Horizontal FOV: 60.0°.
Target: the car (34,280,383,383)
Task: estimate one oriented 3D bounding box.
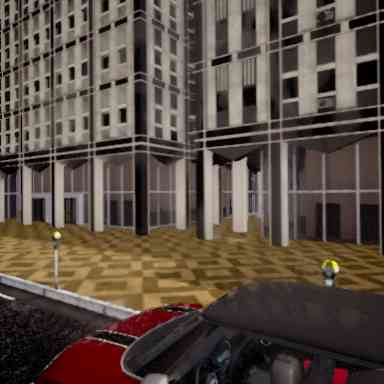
[{"bbox_3d":[0.574,1.447,2.467,4.097,1.590,1.967,-1,-1,35],"label":"car"}]
